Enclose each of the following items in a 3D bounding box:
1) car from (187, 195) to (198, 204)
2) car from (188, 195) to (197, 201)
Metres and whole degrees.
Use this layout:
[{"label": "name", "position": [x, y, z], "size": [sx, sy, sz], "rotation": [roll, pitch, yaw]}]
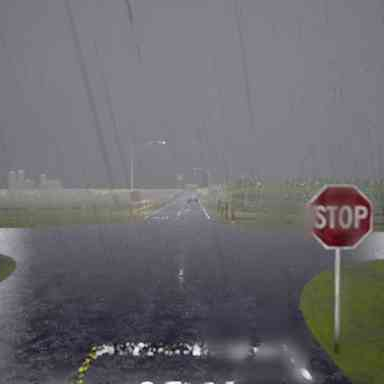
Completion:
[{"label": "car", "position": [0.162, 1.294, 63.527], "size": [2.097, 1.767, 4.553], "rotation": [0, 0, 0]}, {"label": "car", "position": [0.187, 1.310, 73.595], "size": [1.994, 1.385, 4.181], "rotation": [0, 0, 0]}]
